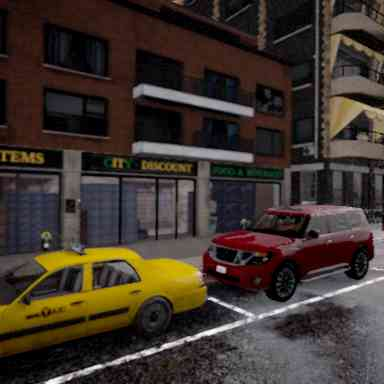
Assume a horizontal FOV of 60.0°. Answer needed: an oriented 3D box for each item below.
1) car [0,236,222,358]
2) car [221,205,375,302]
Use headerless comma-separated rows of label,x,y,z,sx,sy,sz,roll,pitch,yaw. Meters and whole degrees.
car,-2.005,1.523,5.114,4.829,1.417,1.752,0,1,-35
car,2.671,1.303,8.443,5.009,1.841,2.192,0,1,-35
